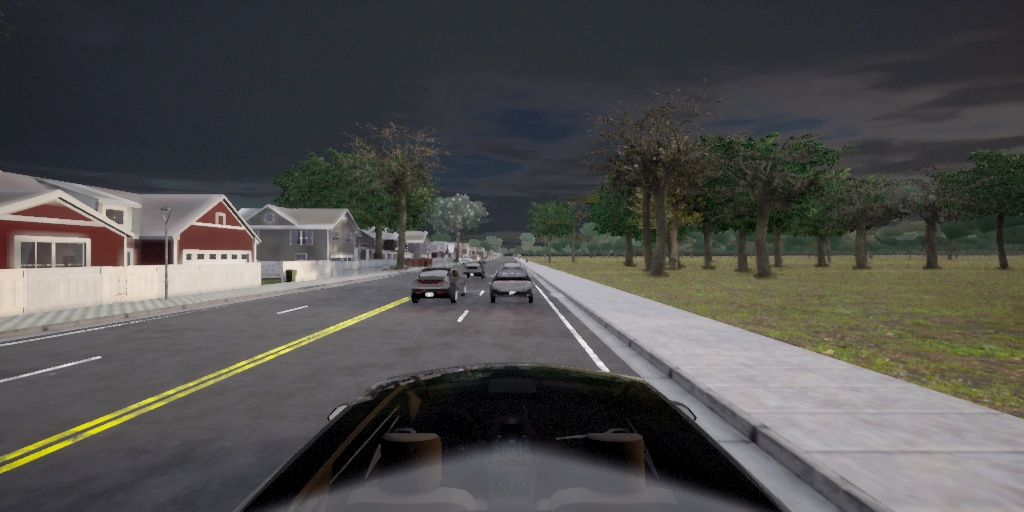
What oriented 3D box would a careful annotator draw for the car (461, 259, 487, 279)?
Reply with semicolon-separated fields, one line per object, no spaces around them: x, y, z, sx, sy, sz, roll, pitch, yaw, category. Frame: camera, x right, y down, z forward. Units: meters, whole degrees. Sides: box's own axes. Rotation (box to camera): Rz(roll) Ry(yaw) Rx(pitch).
-3.250;1.262;31.500;1.837;1.490;4.892;0;0;0;car

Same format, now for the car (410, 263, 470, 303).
-3.250;1.264;16.501;1.837;1.490;4.892;0;0;0;car

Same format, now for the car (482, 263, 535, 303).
0.000;1.243;16.500;2.128;1.511;4.902;0;0;0;car
